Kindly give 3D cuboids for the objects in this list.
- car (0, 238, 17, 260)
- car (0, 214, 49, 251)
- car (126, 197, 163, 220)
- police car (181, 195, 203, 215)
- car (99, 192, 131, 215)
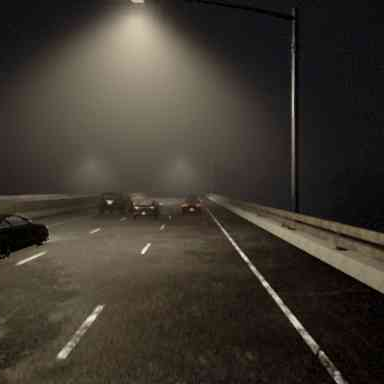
[{"bbox_3d":[-3.401,1.462,2.102,1.882,1.535,5.008,0,0,0],"label":"car"},{"bbox_3d":[-6.905,1.476,12.024,1.994,1.385,4.181,0,0,0],"label":"car"},{"bbox_3d":[-3.409,1.301,25.914,2.128,1.511,4.902,0,0,0],"label":"car"},{"bbox_3d":[0.005,1.332,30.905,2.038,1.542,4.974,0,0,0],"label":"police car"},{"bbox_3d":[-6.911,0.996,30.658,2.150,2.045,5.566,0,0,0],"label":"car"}]
